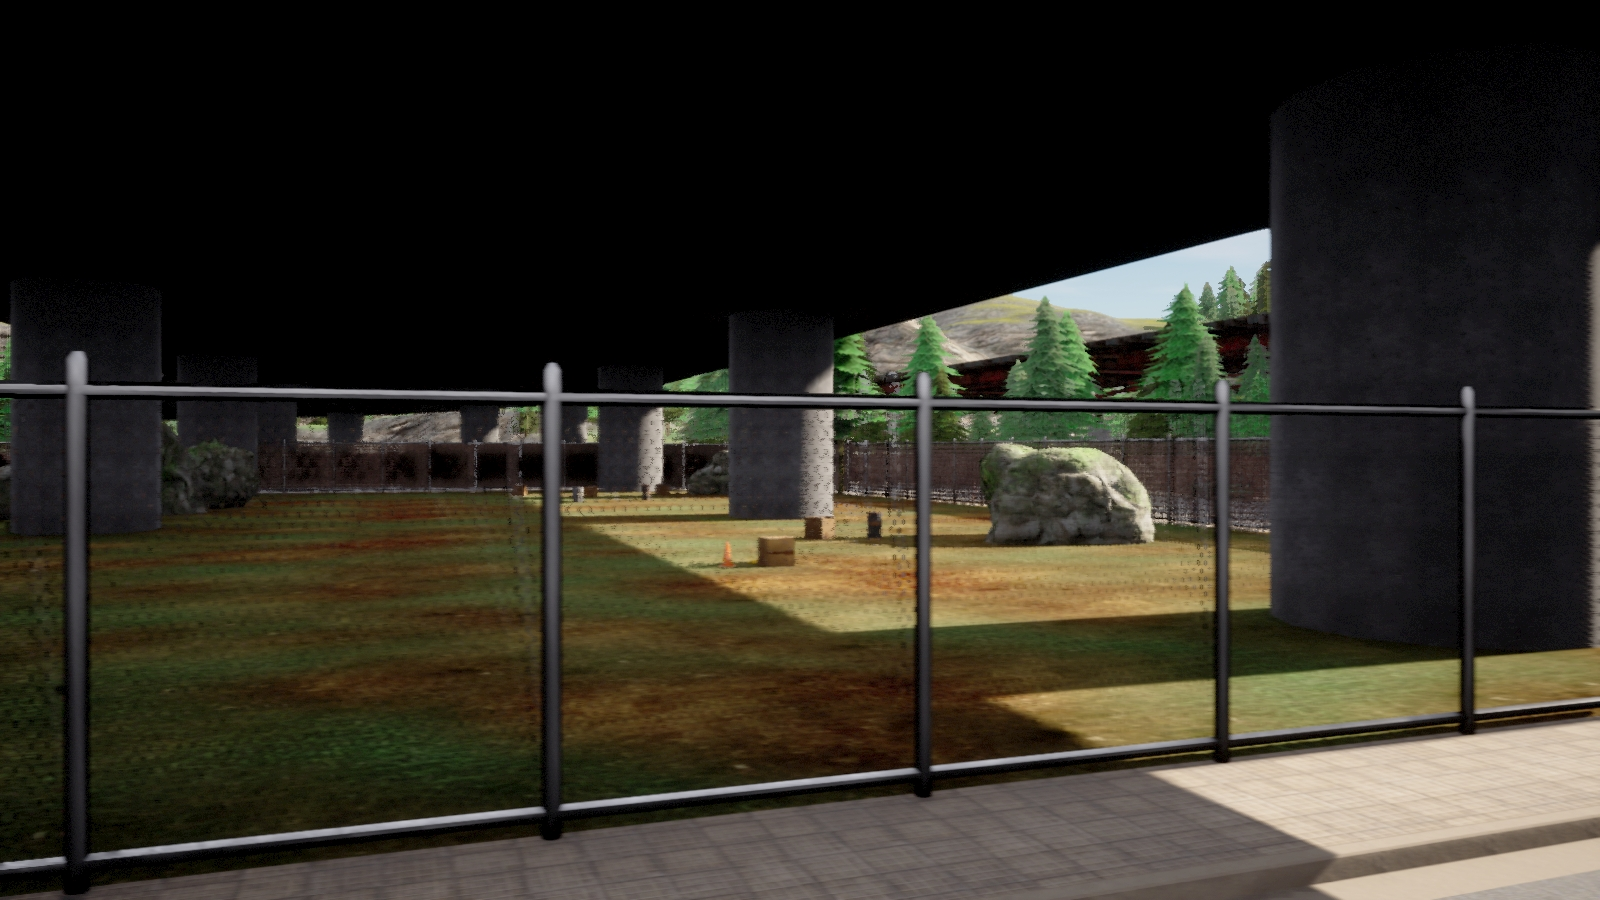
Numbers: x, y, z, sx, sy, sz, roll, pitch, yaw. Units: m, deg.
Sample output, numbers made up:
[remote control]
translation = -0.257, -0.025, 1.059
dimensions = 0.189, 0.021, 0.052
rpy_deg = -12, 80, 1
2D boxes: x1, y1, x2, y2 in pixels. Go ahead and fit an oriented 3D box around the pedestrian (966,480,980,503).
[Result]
[pedestrian]
translation = 8.646, 2.078, 57.057
dimensions = 0.500, 1.100, 0.500
rpy_deg = 0, 0, -21
